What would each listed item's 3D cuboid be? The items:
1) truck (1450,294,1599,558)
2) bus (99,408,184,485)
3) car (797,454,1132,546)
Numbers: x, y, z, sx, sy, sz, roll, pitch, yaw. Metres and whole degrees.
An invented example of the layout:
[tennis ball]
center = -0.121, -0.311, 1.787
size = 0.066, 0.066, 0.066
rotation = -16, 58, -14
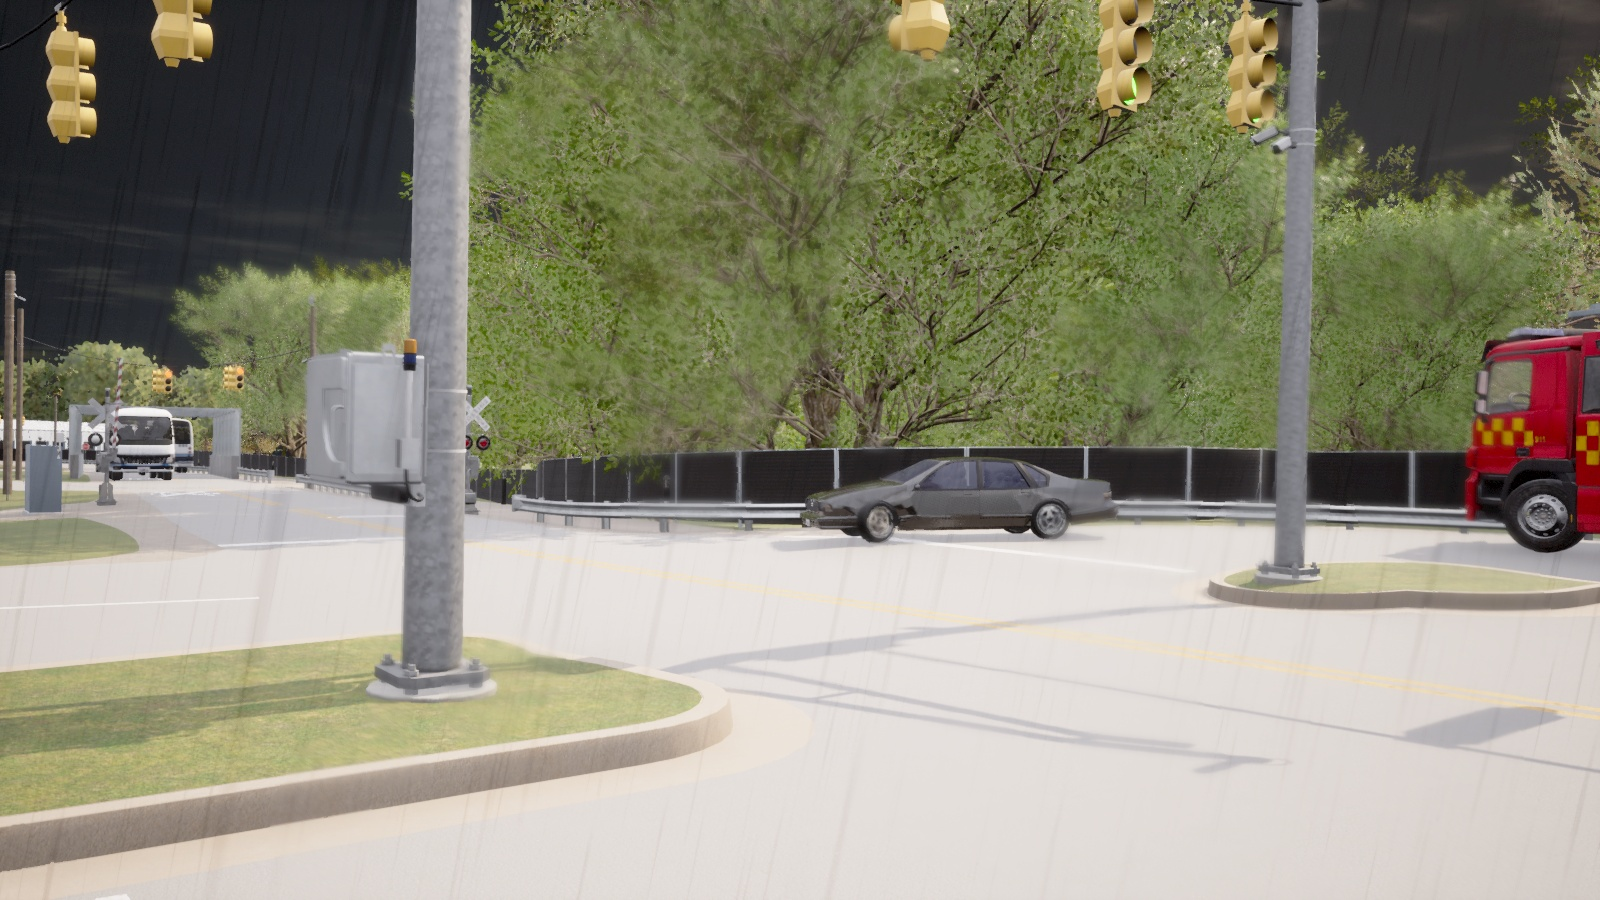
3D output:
[truck]
center = 13.220, -0.340, 17.421
size = 2.891, 3.827, 8.468
rotation = 0, 1, -10
[bus]
center = -39.415, -0.178, 74.950
size = 3.944, 4.253, 10.273
rotation = 0, 0, -31
[car]
center = 2.766, 0.806, 21.675
size = 5.357, 1.411, 2.033
rotation = -1, 0, -11
